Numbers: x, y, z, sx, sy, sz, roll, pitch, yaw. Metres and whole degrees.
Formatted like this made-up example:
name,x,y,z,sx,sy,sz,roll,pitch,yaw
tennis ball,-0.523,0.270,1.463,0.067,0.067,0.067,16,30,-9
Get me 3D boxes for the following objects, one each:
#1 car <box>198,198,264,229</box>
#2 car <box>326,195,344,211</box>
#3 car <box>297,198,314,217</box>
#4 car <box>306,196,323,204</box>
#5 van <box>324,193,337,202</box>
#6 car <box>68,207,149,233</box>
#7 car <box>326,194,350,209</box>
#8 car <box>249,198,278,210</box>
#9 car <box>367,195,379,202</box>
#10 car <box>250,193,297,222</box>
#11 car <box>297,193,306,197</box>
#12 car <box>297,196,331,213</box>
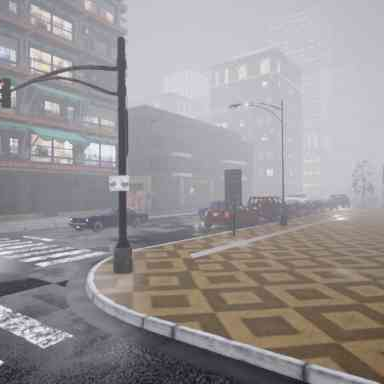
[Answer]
name,x,y,z,sx,sy,sz,roll,pitch,yaw
car,2.523,1.352,20.729,1.967,1.590,4.097,-1,0,36
car,15.803,1.415,38.733,2.008,1.369,4.403,-1,0,36
car,9.164,1.470,29.731,1.802,1.307,4.206,-1,0,36
car,22.640,1.439,61.279,1.752,1.417,4.829,-1,0,36
van,29.378,1.229,70.419,1.690,1.788,3.998,-1,0,36
car,-4.873,1.592,19.834,1.895,1.301,4.718,-1,0,37
car,19.121,1.167,43.236,2.192,1.841,5.009,-1,0,36
car,9.361,1.489,43.273,1.752,1.417,4.829,-1,0,36
car,35.722,1.334,65.741,1.887,1.381,4.507,-1,0,36
car,5.842,1.215,25.231,2.192,1.841,5.009,-1,0,36
car,14.101,1.145,45.444,2.150,2.045,5.566,-1,-1,37
car,12.484,1.421,34.232,1.887,1.381,4.507,-1,0,36
